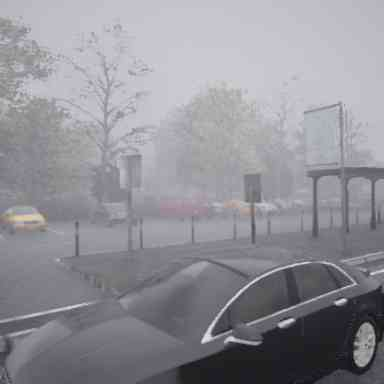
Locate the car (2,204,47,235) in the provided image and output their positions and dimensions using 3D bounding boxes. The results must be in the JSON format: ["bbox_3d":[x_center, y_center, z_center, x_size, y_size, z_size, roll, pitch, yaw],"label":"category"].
[{"bbox_3d":[-9.864,1.476,19.416,1.946,1.575,5.366,0,0,-36],"label":"car"}]

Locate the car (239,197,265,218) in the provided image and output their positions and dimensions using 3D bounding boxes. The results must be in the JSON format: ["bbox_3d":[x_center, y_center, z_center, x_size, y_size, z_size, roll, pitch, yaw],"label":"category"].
[{"bbox_3d":[3.582,1.433,29.245,2.097,1.535,5.008,0,0,-36],"label":"car"}]

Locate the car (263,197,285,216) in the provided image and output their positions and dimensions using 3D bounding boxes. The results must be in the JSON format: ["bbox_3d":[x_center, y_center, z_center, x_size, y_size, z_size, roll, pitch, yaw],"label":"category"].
[{"bbox_3d":[5.839,1.467,30.860,2.002,1.452,4.674,0,0,-36],"label":"car"}]

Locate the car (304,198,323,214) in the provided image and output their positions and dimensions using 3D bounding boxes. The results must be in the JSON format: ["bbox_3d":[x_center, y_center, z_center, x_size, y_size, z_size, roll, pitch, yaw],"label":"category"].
[{"bbox_3d":[10.351,1.413,34.094,2.097,1.535,5.008,0,0,-36],"label":"car"}]

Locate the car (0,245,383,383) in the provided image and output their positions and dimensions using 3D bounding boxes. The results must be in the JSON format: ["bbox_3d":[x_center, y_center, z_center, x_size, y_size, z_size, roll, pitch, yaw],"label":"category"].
[{"bbox_3d":[0.475,1.499,4.022,4.892,1.490,1.837,0,0,-35],"label":"car"}]

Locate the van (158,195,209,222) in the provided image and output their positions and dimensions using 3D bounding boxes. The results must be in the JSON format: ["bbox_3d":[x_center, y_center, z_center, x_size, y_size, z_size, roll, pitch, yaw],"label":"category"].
[{"bbox_3d":[-1.006,1.223,26.115,1.878,1.987,4.442,0,0,-36],"label":"van"}]

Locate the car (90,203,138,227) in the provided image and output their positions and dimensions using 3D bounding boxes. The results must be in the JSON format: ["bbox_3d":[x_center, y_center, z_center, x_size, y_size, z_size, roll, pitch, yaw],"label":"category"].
[{"bbox_3d":[-5.437,1.493,22.771,2.163,1.488,4.792,0,0,-36],"label":"car"}]

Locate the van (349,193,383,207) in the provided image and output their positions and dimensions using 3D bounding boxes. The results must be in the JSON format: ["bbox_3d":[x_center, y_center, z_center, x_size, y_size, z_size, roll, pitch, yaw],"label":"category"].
[{"bbox_3d":[21.712,1.158,42.060,1.878,1.987,4.442,0,0,-36],"label":"van"}]

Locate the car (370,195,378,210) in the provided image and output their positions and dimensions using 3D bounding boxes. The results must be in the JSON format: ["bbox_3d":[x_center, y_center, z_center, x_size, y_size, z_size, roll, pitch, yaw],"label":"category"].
[{"bbox_3d":[19.370,1.419,40.567,2.163,1.488,4.792,0,0,-36],"label":"car"}]

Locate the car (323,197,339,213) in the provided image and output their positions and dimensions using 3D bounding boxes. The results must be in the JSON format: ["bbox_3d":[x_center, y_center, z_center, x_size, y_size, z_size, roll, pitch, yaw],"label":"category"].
[{"bbox_3d":[12.616,1.408,35.698,2.231,1.521,4.892,0,0,-36],"label":"car"}]

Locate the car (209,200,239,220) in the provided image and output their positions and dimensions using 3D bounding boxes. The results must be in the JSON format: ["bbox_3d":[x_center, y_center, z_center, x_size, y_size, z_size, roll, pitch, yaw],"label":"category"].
[{"bbox_3d":[1.322,1.481,27.631,2.002,1.452,4.674,0,0,-36],"label":"car"}]

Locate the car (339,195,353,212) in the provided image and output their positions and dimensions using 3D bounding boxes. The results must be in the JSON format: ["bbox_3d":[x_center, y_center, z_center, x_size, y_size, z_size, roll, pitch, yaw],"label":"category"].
[{"bbox_3d":[14.853,1.430,37.339,2.163,1.488,4.792,0,0,-36],"label":"car"}]

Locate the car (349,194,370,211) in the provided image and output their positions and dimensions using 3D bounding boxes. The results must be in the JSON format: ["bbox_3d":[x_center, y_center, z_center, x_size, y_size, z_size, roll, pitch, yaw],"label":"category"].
[{"bbox_3d":[17.235,1.392,38.777,1.946,1.575,5.366,0,0,-36],"label":"car"}]

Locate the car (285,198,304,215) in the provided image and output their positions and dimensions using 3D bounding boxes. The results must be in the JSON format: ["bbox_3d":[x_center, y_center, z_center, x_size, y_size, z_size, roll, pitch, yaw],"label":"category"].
[{"bbox_3d":[8.077,1.294,32.501,2.185,1.767,4.553,0,0,-36],"label":"car"}]
